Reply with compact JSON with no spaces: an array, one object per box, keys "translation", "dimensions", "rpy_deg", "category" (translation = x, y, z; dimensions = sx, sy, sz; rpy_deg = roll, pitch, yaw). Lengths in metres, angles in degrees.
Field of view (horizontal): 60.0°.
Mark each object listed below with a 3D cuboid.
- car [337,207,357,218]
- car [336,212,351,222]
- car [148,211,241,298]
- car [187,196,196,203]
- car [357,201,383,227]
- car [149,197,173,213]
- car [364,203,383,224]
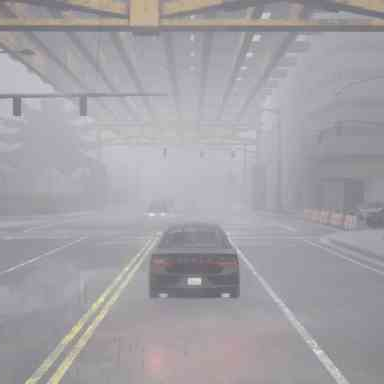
[{"translation":[13.575,1.295,24.990],"dimensions":[4.536,1.218,1.853],"rpy_deg":[0,0,25],"category":"car"},{"translation":[13.528,1.453,25.011],"dimensions":[4.974,1.542,2.038],"rpy_deg":[0,0,25],"category":"car"},{"translation":[0.052,1.478,8.544],"dimensions":[1.882,1.535,5.008],"rpy_deg":[0,0,0],"category":"car"},{"translation":[-0.063,1.491,66.351],"dimensions":[2.128,1.511,4.902],"rpy_deg":[0,0,0],"category":"car"},{"translation":[13.212,1.453,20.852],"dimensions":[4.974,1.542,2.038],"rpy_deg":[0,0,-20],"category":"car"},{"translation":[-3.694,1.547,38.079],"dimensions":[2.033,1.411,5.357],"rpy_deg":[0,0,0],"category":"car"},{"translation":[13.260,1.295,20.870],"dimensions":[4.536,1.218,1.853],"rpy_deg":[0,0,-20],"category":"car"}]
